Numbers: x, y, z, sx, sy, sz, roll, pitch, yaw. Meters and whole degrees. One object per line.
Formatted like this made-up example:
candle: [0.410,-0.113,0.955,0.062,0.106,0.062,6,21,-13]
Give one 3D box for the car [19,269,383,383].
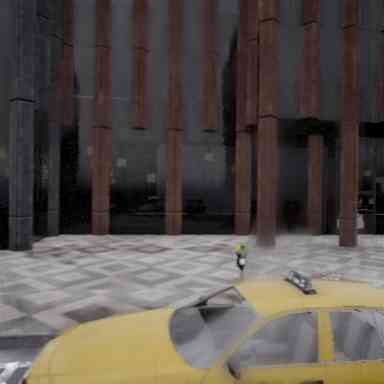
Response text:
car: [0.823,1.519,3.343,4.829,1.417,1.752,1,0,-7]
